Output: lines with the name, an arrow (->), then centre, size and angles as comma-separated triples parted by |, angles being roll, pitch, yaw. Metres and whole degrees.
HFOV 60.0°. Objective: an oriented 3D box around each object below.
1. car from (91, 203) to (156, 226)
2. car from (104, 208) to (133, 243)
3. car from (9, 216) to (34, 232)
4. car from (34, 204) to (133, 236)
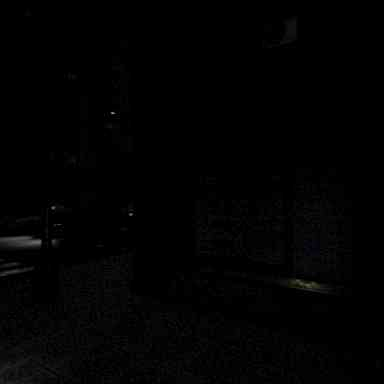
car -> -4.891, 1.577, 24.225 | 2.008, 1.369, 4.403 | 0, 0, 36
car -> -1.527, 1.557, 15.143 | 1.947, 1.339, 4.313 | 0, 0, 36
car -> -8.143, 1.548, 19.688 | 1.752, 1.417, 4.829 | 0, 0, 36
car -> -5.824, 1.518, 18.561 | 1.837, 1.490, 4.892 | 0, 0, 35
